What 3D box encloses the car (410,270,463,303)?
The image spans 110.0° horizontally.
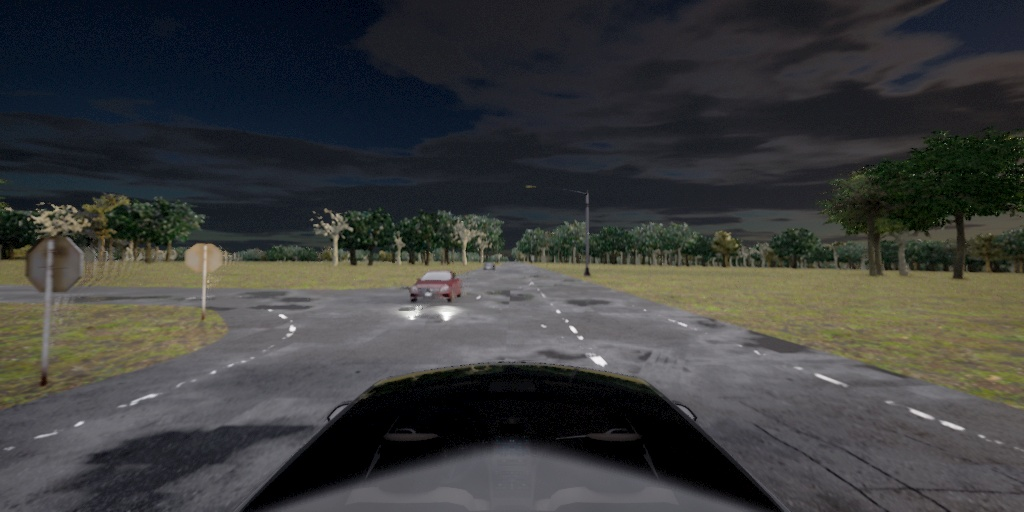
[{"bbox_3d":[-3.490,1.398,17.294,1.812,1.442,4.674,0,-1,0],"label":"car"}]

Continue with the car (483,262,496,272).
[{"bbox_3d":[-3.666,1.752,58.006,2.128,1.511,4.902,0,0,0],"label":"car"}]
